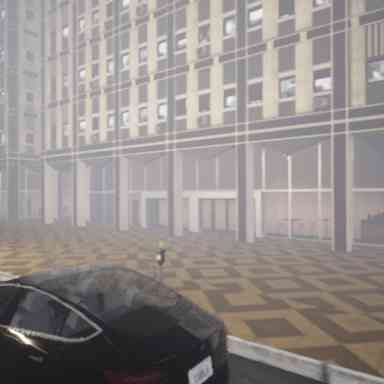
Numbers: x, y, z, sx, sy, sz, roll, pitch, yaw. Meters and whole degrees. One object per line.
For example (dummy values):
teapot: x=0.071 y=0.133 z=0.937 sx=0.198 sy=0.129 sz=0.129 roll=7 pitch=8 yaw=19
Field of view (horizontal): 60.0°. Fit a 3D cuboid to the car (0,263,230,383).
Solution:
car: x=-1.618 y=1.574 z=4.031 sx=4.313 sy=1.339 sz=1.947 roll=0 pitch=0 yaw=35
